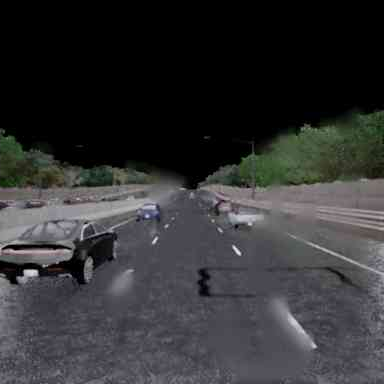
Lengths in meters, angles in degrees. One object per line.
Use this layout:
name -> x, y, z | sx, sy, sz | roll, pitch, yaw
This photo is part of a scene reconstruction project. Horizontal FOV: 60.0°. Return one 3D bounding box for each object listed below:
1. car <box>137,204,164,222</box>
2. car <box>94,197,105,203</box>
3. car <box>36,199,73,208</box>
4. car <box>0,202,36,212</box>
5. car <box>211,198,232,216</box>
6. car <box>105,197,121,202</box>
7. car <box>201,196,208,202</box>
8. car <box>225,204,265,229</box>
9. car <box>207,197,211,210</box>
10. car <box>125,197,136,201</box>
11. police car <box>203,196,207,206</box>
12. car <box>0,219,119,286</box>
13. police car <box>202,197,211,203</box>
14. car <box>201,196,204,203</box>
car -> -3.406, 1.688, 27.608 | 1.812, 1.442, 4.674 | 0, 0, 0
car -> -21.018, 1.845, 76.578 | 2.128, 1.511, 4.902 | 0, 0, 0
car -> -14.100, 1.575, 35.021 | 2.097, 1.767, 4.553 | 0, 0, 0
car -> -17.603, 1.767, 34.536 | 2.033, 1.411, 5.357 | 0, 0, 0
car -> 3.492, 1.664, 36.365 | 2.033, 1.649, 4.856 | 0, 0, 0
car -> -17.517, 1.720, 75.083 | 1.895, 1.301, 4.718 | 0, 0, 0
car -> 3.480, 1.807, 91.360 | 1.837, 1.490, 4.892 | 0, 1, 0
car -> 3.595, 1.722, 22.746 | 1.895, 1.301, 4.718 | 0, -1, 0
car -> 3.489, 1.830, 47.366 | 1.812, 1.442, 4.674 | 0, 0, 0
car -> -14.018, 1.797, 76.579 | 1.882, 1.535, 5.008 | 0, 0, 0
police car -> 3.487, 1.775, 58.478 | 1.930, 1.638, 5.238 | 0, 0, 0
car -> -3.403, 1.510, 9.454 | 2.128, 1.511, 4.902 | 0, 0, 0
police car -> 3.482, 1.909, 80.369 | 2.038, 1.542, 4.974 | 0, 0, 0
car -> 3.484, 1.891, 69.371 | 1.837, 1.490, 4.892 | 0, 0, 0
